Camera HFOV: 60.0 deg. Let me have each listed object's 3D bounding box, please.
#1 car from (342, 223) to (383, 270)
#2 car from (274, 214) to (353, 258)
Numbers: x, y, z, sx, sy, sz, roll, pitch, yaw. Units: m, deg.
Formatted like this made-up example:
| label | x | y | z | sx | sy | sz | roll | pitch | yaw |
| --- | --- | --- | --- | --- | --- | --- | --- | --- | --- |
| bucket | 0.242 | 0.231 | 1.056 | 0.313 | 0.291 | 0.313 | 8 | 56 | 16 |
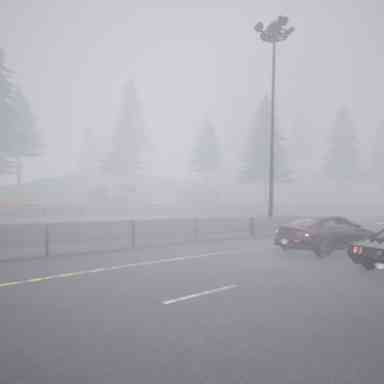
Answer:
| label | x | y | z | sx | sy | sz | roll | pitch | yaw |
| --- | --- | --- | --- | --- | --- | --- | --- | --- | --- |
| car | 6.857 | 1.672 | 9.851 | 4.718 | 1.301 | 1.895 | 1 | 0 | -31 |
| car | 5.285 | 1.596 | 12.969 | 4.674 | 1.442 | 1.812 | 0 | 0 | -30 |
